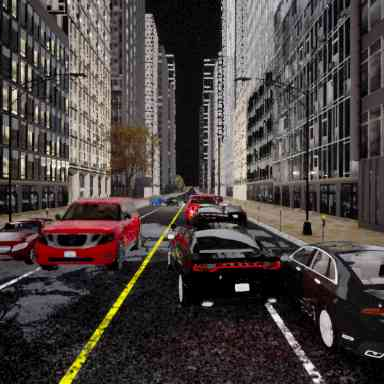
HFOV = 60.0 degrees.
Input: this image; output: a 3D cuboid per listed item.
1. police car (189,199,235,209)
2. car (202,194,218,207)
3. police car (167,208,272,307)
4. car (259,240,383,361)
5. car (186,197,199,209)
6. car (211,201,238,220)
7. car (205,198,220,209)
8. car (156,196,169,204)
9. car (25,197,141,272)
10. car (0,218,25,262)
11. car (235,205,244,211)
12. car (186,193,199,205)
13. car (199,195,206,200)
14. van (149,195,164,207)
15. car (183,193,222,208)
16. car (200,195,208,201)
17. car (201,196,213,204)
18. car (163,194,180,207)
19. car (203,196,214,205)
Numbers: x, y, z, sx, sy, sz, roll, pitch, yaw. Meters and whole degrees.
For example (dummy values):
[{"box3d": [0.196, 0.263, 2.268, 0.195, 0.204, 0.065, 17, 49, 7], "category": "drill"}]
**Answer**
[{"box3d": [0.934, 1.421, 18.327, 1.930, 1.638, 5.238, 0, 0, 0], "category": "police car"}, {"box3d": [2.781, 1.290, 51.513, 2.192, 1.841, 5.009, 0, 0, 0], "category": "car"}, {"box3d": [0.472, 1.424, 8.227, 1.930, 1.638, 5.238, 0, 0, -9], "category": "police car"}, {"box3d": [2.697, 1.550, 5.928, 2.008, 1.369, 4.403, 0, 0, 0], "category": "car"}, {"box3d": [0.108, 1.506, 45.778, 1.812, 1.442, 4.674, 0, 0, 1], "category": "car"}, {"box3d": [2.740, 1.537, 28.720, 1.887, 1.381, 4.507, 0, 0, 0], "category": "car"}, {"box3d": [2.772, 1.525, 45.814, 1.887, 1.381, 4.507, 0, 0, 0], "category": "car"}, {"box3d": [-5.577, 1.515, 62.927, 2.008, 1.369, 4.403, 0, 0, 0], "category": "car"}, {"box3d": [-3.079, 1.219, 11.179, 2.150, 2.045, 5.566, 0, 0, 0], "category": "car"}, {"box3d": [-5.673, 1.580, 11.647, 1.802, 1.307, 4.206, 0, 0, 0], "category": "car"}, {"box3d": [2.729, 1.560, 23.022, 1.947, 1.339, 4.313, 0, 0, 0], "category": "car"}, {"box3d": [0.110, 1.190, 58.745, 2.150, 2.045, 5.566, 0, 0, 0], "category": "car"}, {"box3d": [2.857, 1.489, 91.402, 1.947, 1.339, 4.313, 0, 0, 0], "category": "car"}, {"box3d": [-5.600, 1.317, 51.534, 1.690, 1.788, 3.998, 0, 0, 0], "category": "van"}, {"box3d": [0.606, 1.216, 24.207, 2.150, 2.045, 5.566, 0, 0, -2], "category": "car"}, {"box3d": [2.836, 1.467, 80.175, 1.752, 1.417, 4.829, 0, 0, 0], "category": "car"}, {"box3d": [2.803, 1.509, 62.909, 1.887, 1.381, 4.507, 0, 0, 0], "category": "car"}, {"box3d": [-2.906, 1.481, 50.628, 1.837, 1.490, 4.892, 0, 0, 0], "category": "car"}, {"box3d": [2.793, 1.495, 57.381, 1.752, 1.417, 4.829, 0, 0, 0], "category": "car"}]
